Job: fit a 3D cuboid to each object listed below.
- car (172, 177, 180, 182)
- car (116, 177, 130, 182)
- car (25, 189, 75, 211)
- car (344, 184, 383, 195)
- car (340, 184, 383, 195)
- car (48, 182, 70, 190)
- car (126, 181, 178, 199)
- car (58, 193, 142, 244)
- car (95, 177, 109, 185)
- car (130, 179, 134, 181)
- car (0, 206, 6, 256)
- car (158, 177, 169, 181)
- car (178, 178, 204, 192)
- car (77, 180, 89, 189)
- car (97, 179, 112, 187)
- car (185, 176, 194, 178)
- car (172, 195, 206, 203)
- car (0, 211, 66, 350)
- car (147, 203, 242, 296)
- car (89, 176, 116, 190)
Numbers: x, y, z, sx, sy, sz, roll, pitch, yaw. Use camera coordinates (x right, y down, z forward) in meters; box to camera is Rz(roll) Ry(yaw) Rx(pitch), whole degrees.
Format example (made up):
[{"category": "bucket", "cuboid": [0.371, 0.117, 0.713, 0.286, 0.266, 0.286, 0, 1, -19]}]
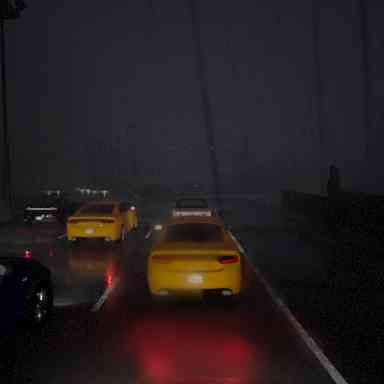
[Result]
[{"category": "car", "cuboid": [-4.170, -2.877, 86.092, 1.882, 1.535, 5.008, 0, 3, 0]}, {"category": "car", "cuboid": [-14.526, -1.754, 67.806, 1.895, 1.301, 4.718, 0, 3, 0]}, {"category": "car", "cuboid": [-7.027, 0.864, 17.642, 2.128, 1.511, 4.902, 0, 3, 0]}, {"category": "car", "cuboid": [21.687, -0.292, 41.177, 4.718, 1.301, 1.895, 0, 3, 2]}, {"category": "car", "cuboid": [19.084, -0.216, 37.758, 4.902, 1.511, 2.128, 0, 3, 2]}, {"category": "car", "cuboid": [-21.497, -0.991, 53.826, 1.895, 1.301, 4.718, 0, 3, 0]}, {"category": "car", "cuboid": [-4.466, -0.094, 35.122, 5.008, 1.535, 1.882, -1, 3, -22]}, {"category": "car", "cuboid": [-3.497, 1.060, 13.732, 1.882, 1.535, 5.008, 0, 3, 0]}, {"category": "car", "cuboid": [-21.625, -2.676, 80.305, 2.097, 1.767, 4.553, 0, 3, 0]}, {"category": "car", "cuboid": [-14.641, -2.543, 82.319, 1.895, 1.301, 4.718, 0, 3, 0]}, {"category": "car", "cuboid": [-6.957, 1.321, 8.231, 1.882, 1.535, 5.008, 0, 2, 0]}, {"category": "car", "cuboid": [-7.670, -2.827, 86.067, 2.128, 1.511, 4.902, 0, 3, 0]}, {"category": "car", "cuboid": [0.098, -0.791, 48.244, 2.128, 1.511, 4.902, -2, 4, -21]}, {"category": "car", "cuboid": [-18.016, -1.362, 58.664, 2.128, 1.511, 4.902, 0, 3, 0]}, {"category": "car", "cuboid": [-18.034, -1.881, 68.808, 1.812, 1.442, 4.674, 0, 3, 0]}, {"category": "car", "cuboid": [-0.671, -2.813, 86.123, 2.033, 1.411, 5.357, 0, 3, 0]}, {"category": "car", "cuboid": [-0.025, 0.972, 17.778, 1.895, 1.301, 4.718, 0, 3, 0]}, {"category": "car", "cuboid": [-3.427, 1.313, 3.900, 2.097, 1.767, 4.553, 0, 1, 0]}, {"category": "car", "cuboid": [0.042, 1.315, 8.409, 1.882, 1.535, 5.008, 0, 2, 0]}, {"category": "car", "cuboid": [-14.483, -1.397, 54.345, 2.150, 2.045, 5.566, 0, 3, -1]}]
